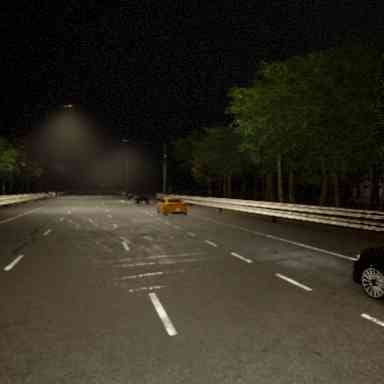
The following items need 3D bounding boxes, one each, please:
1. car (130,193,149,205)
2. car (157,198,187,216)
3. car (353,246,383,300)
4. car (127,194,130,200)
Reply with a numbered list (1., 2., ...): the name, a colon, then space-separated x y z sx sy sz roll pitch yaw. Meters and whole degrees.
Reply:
1. car: -7.441 1.121 48.589 1.837 1.490 4.892 0 0 -16
2. car: -1.828 1.259 29.277 1.882 1.535 5.008 0 0 -16
3. car: 5.026 1.492 5.705 2.128 1.511 4.902 0 0 -16
4. car: -12.543 0.959 70.677 1.895 1.301 4.718 0 0 -5
